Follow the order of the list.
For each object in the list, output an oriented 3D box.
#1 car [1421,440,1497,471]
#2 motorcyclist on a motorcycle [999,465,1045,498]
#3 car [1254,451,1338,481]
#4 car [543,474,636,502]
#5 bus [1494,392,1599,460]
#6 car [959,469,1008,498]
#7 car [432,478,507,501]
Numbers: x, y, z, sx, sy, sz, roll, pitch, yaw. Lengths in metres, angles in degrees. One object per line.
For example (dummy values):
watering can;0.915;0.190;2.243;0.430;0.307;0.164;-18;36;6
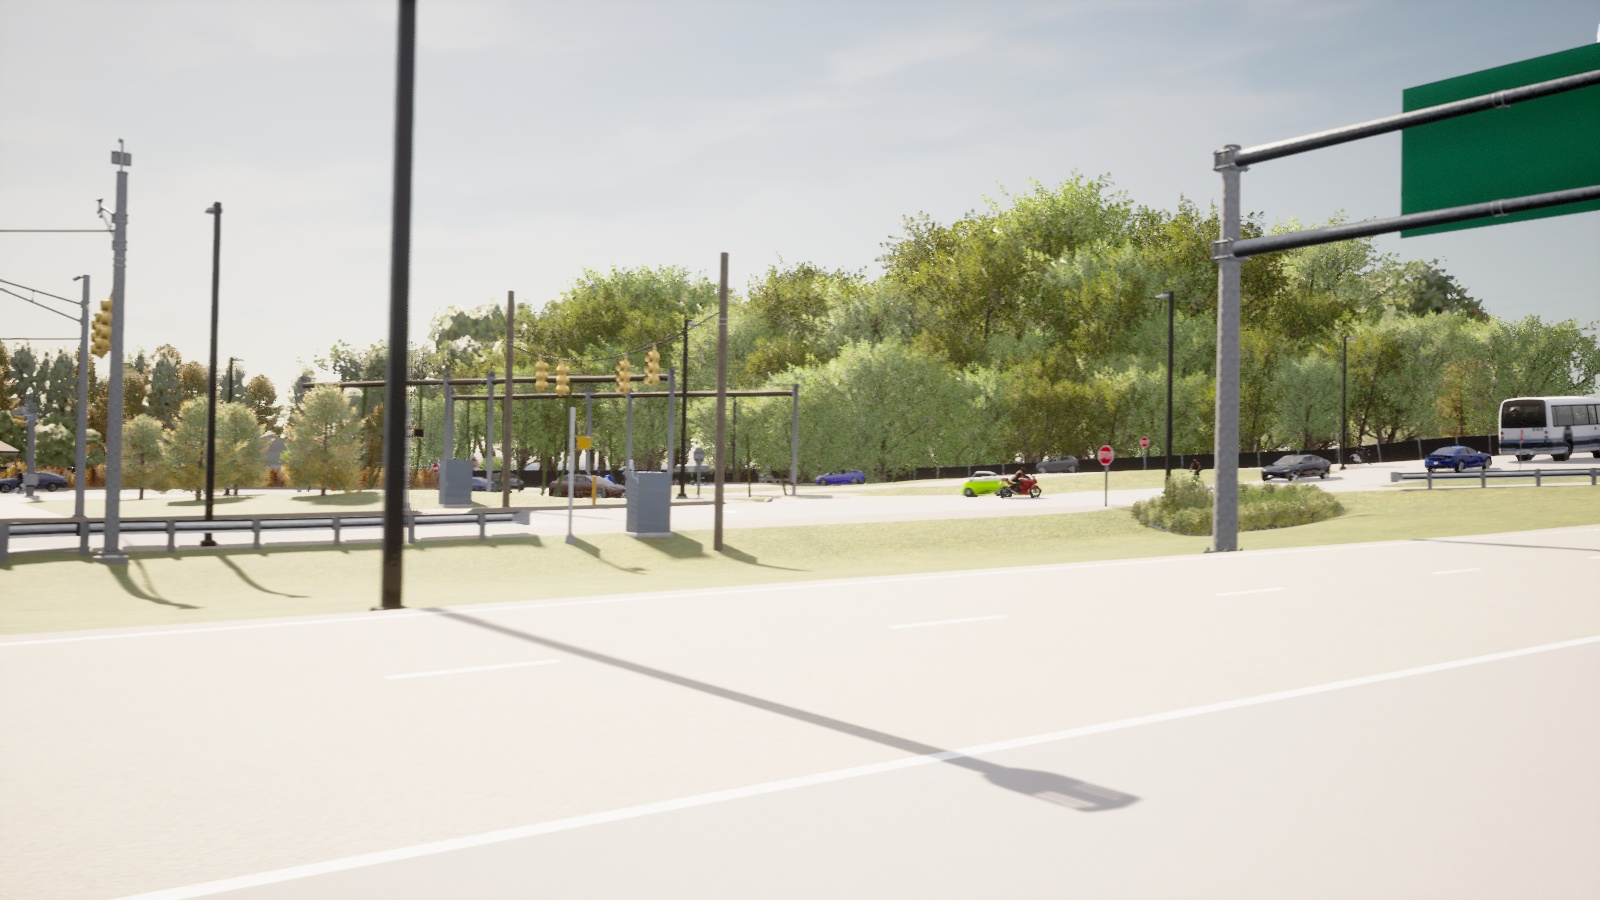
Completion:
car;39.921;0.322;76.070;5.008;1.535;1.882;-4;2;-34
motorcyclist on a motorcycle;10.526;1.506;59.644;2.044;1.523;0.797;-1;-1;0
car;28.794;0.896;72.791;4.792;1.488;2.163;-3;2;-34
car;-11.719;2.139;69.882;4.792;1.488;2.163;-1;-2;28
bus;51.442;-1.693;84.978;10.273;4.253;3.944;-3;1;-38
car;9.343;1.727;63.960;2.207;1.376;1.481;-2;-4;18
car;-21.321;2.553;80.952;4.674;1.442;1.812;-1;-2;29
